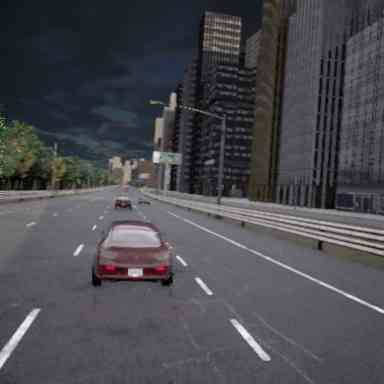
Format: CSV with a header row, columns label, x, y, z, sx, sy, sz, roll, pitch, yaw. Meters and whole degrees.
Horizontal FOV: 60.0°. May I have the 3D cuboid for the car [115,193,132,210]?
label,x,y,z,sx,sy,sz,roll,pitch,yaw
car,-8.427,1.272,40.791,1.882,1.535,5.008,4,0,-12

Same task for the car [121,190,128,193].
label,x,y,z,sx,sy,sz,roll,pitch,yaw
car,-15.609,1.038,74.966,1.837,1.490,4.892,4,0,-12

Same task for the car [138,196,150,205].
label,x,y,z,sx,sy,sz,roll,pitch,yaw
car,-8.430,1.455,58.086,2.033,1.411,5.357,4,0,-12

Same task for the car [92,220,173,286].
label,x,y,z,sx,sy,sz,roll,pitch,yaw
car,-1.649,1.498,9.189,1.812,1.442,4.674,4,0,-12
